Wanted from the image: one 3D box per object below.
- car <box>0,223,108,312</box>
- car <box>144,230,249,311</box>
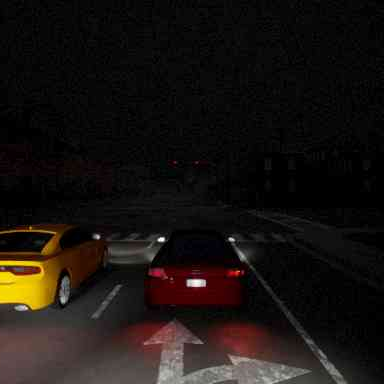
[{"bbox_3d":[-3.385,1.478,7.860,1.882,1.535,5.008,0,0,0],"label":"car"},{"bbox_3d":[0.107,1.564,7.828,1.994,1.385,4.181,0,0,1],"label":"car"}]
